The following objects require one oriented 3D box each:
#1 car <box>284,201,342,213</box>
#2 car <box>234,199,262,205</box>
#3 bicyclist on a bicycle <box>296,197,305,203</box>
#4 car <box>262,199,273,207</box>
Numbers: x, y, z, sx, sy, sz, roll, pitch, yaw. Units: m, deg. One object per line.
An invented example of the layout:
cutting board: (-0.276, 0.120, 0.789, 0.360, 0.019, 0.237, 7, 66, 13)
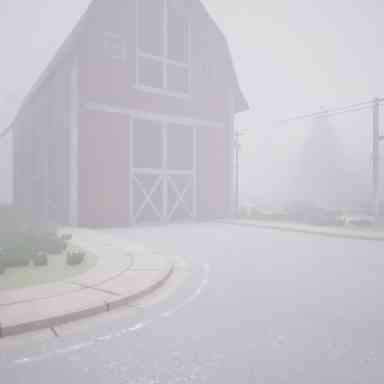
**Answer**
car: (10.928, 1.573, 30.579, 2.033, 1.411, 5.357, 0, 0, -35)
car: (5.500, 1.552, 38.464, 1.812, 1.442, 4.674, 0, 0, -34)
bicyclist on a bicycle: (13.256, 1.321, 40.202, 1.656, 1.620, 0.582, 46, -25, -24)
car: (7.975, 1.551, 41.388, 1.812, 1.442, 4.674, 0, 0, -35)
